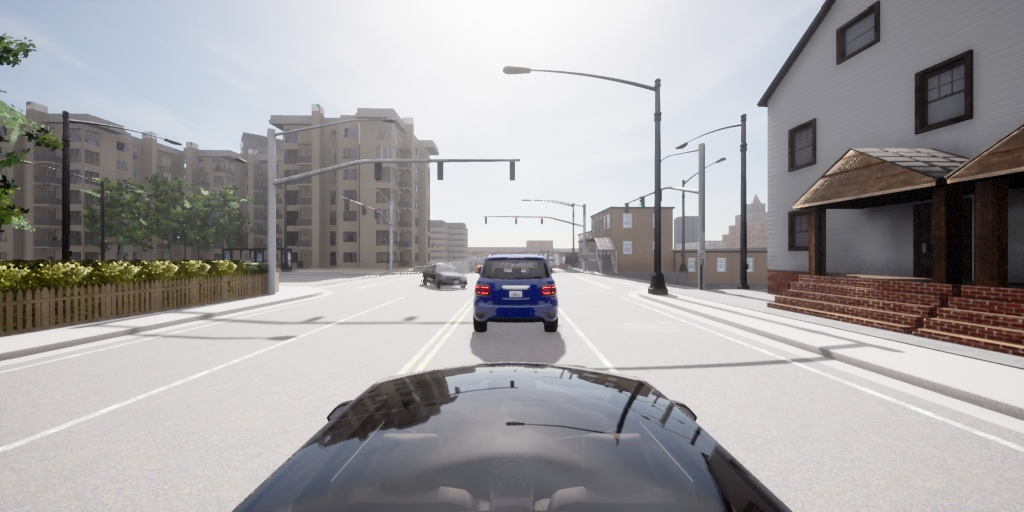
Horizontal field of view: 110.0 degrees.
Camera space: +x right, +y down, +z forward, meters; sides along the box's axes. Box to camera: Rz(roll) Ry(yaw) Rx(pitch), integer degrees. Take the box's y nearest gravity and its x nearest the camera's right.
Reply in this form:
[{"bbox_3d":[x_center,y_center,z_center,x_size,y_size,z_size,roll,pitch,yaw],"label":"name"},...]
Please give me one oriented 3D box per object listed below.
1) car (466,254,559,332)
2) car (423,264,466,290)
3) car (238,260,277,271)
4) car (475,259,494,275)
[{"bbox_3d":[0.102,0.971,10.959,2.150,2.045,5.566,0,0,0],"label":"car"},{"bbox_3d":[-4.363,1.267,22.896,1.812,1.442,4.674,1,0,-30],"label":"car"},{"bbox_3d":[-20.940,1.101,28.173,4.553,1.767,2.097,0,0,1],"label":"car"},{"bbox_3d":[-3.552,1.506,46.980,2.097,1.767,4.553,1,-5,0],"label":"car"}]
